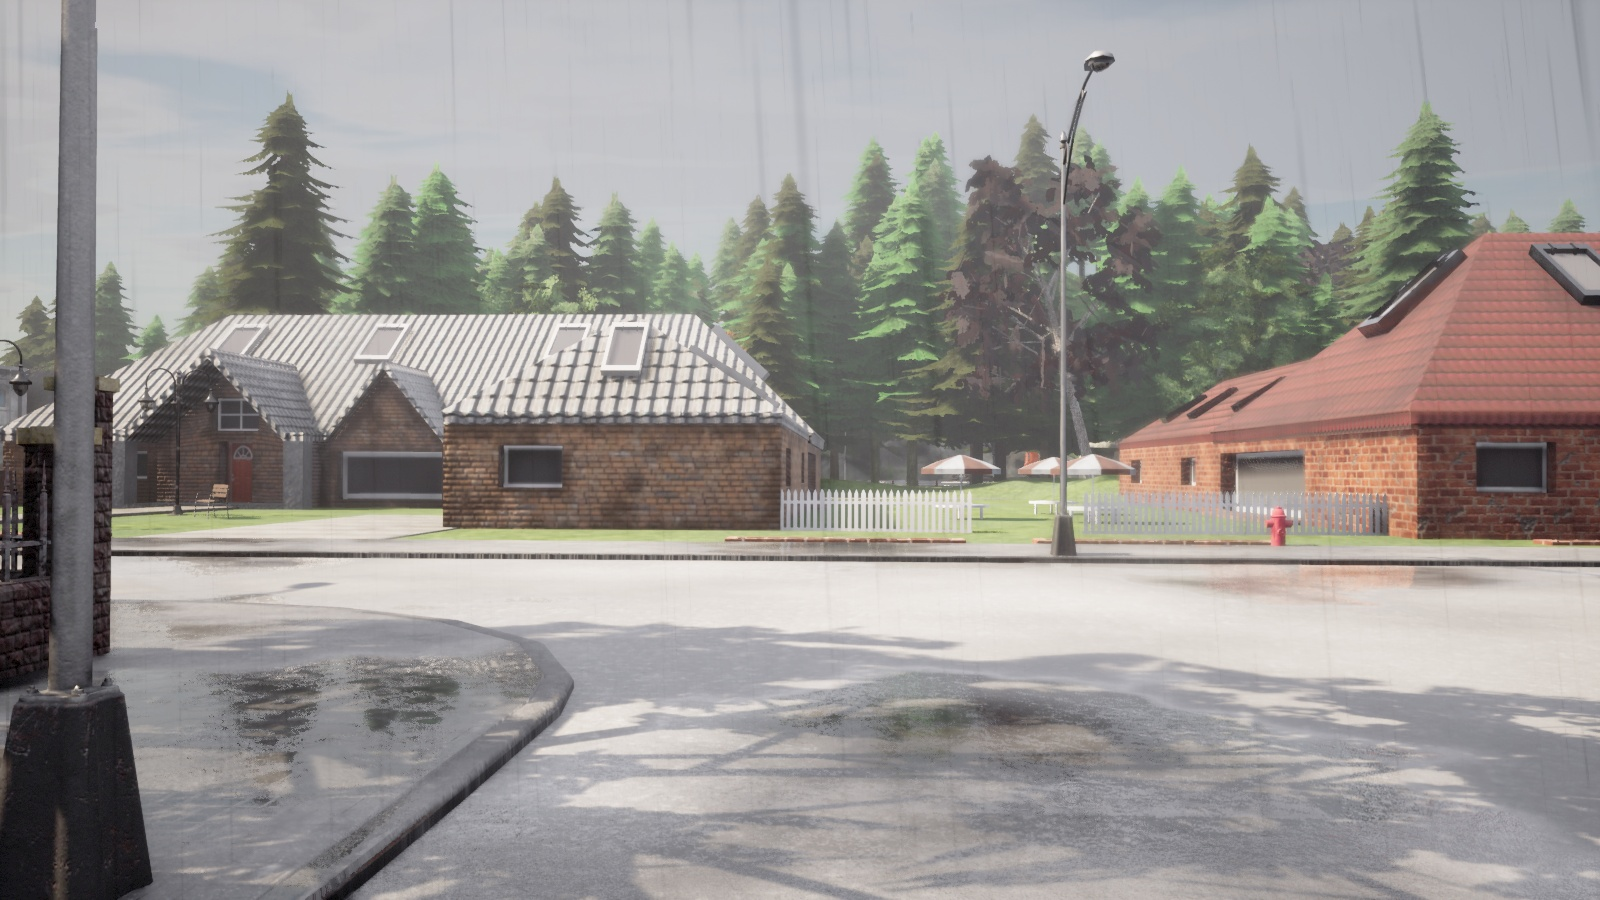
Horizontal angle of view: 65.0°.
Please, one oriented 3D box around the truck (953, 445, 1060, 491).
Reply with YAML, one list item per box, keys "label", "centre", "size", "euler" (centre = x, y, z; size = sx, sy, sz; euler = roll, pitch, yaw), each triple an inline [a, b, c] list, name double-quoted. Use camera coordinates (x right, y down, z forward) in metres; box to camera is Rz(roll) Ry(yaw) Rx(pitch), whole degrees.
- label: "truck"
  centre: [15.924, 1.398, 97.269]
  size: [7.936, 3.462, 2.891]
  euler: [0, -1, 3]
